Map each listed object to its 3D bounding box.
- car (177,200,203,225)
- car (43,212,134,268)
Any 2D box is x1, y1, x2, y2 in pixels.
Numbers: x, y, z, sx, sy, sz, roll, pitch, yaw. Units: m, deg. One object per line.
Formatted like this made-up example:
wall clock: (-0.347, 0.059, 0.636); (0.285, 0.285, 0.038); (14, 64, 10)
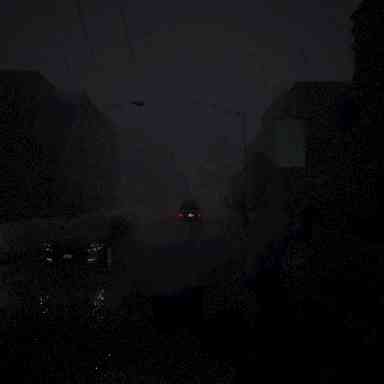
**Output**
car: (-0.164, 1.594, 24.522); (2.033, 1.411, 5.357); (0, 0, -1)
car: (-3.358, 1.501, 11.637); (1.882, 1.535, 5.008); (0, 0, 2)
